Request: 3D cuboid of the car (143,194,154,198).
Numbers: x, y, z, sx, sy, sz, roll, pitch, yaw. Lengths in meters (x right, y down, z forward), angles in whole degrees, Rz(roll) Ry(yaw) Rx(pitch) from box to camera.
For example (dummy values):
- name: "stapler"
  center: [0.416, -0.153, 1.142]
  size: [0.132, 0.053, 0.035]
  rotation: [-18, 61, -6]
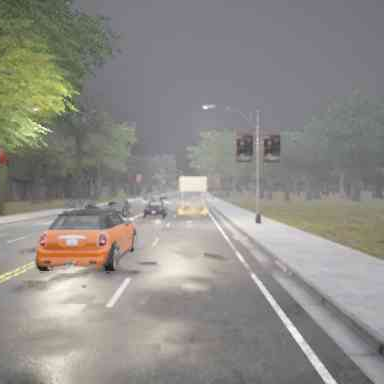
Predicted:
- name: "car"
  center: [-9.247, 1.176, 70.805]
  size: [1.837, 1.490, 4.892]
  rotation: [0, 0, 1]

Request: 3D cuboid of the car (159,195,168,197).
- name: "car"
  center: [-5.998, 1.272, 70.728]
  size: [1.895, 1.301, 4.718]
  rotation: [0, 0, 1]

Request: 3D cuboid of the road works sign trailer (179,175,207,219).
- name: "road works sign trailer"
  center: [0.080, 0.374, 28.222]
  size: [2.380, 3.560, 2.880]
  rotation: [0, 0, 0]

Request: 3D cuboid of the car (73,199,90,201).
- name: "car"
  center: [-9.754, 1.397, 29.251]
  size: [2.128, 1.511, 4.902]
  rotation: [0, 0, 0]

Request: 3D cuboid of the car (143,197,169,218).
- name: "car"
  center: [-3.061, 1.433, 28.852]
  size: [1.812, 1.442, 4.674]
  rotation: [0, 0, 0]

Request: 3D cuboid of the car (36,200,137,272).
- name: "car"
  center: [-3.134, 1.322, 10.824]
  size: [2.097, 1.767, 4.553]
  rotation: [0, 0, 0]
